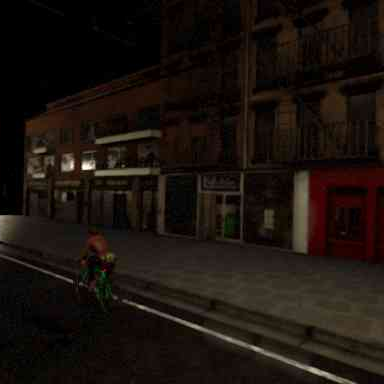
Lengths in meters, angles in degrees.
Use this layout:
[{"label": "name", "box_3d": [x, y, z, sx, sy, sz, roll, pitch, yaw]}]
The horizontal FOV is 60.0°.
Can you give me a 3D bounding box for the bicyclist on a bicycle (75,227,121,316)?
[{"label": "bicyclist on a bicycle", "box_3d": [-1.899, 1.533, 6.605, 1.656, 1.620, 0.582, 0, -2, 42]}]
